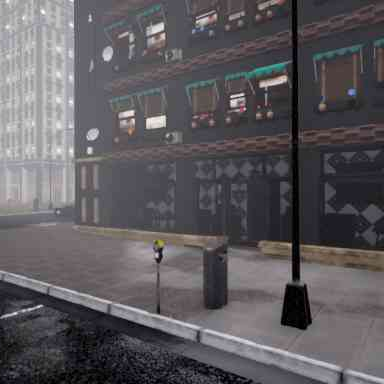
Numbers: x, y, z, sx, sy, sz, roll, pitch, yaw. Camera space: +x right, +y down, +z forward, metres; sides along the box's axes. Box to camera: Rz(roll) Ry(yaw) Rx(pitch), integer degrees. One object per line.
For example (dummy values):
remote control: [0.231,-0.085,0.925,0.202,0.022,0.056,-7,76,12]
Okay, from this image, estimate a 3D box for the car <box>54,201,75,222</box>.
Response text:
car: [-7.266,1.279,22.770,1.947,1.339,4.313,1,1,35]
